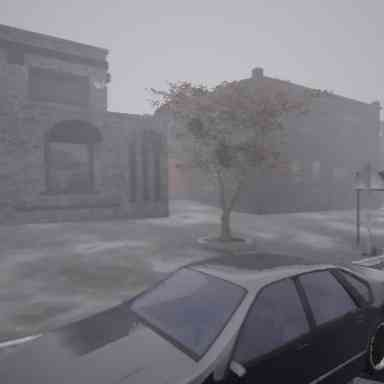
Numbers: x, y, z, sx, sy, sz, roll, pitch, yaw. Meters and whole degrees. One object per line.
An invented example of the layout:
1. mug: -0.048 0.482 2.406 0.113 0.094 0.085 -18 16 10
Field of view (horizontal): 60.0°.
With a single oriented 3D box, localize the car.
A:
1. car: 0.609 1.504 3.807 5.357 1.411 2.033 -2 2 -36
